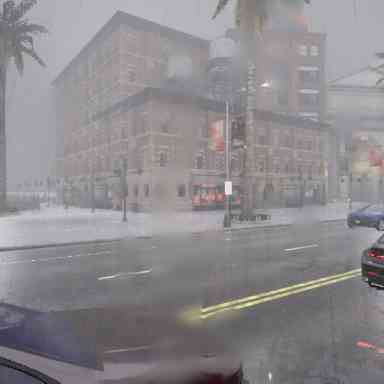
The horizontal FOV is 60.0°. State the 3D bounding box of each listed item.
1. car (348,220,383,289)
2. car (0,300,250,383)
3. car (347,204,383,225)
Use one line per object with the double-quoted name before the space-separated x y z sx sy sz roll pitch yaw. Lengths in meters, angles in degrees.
"car" 5.944 1.505 7.931 4.892 1.490 1.837 0 0 -35
"car" -2.043 1.547 2.258 5.357 1.411 2.033 0 0 -36
"car" 11.653 1.478 20.694 5.008 1.535 1.882 0 0 -35
